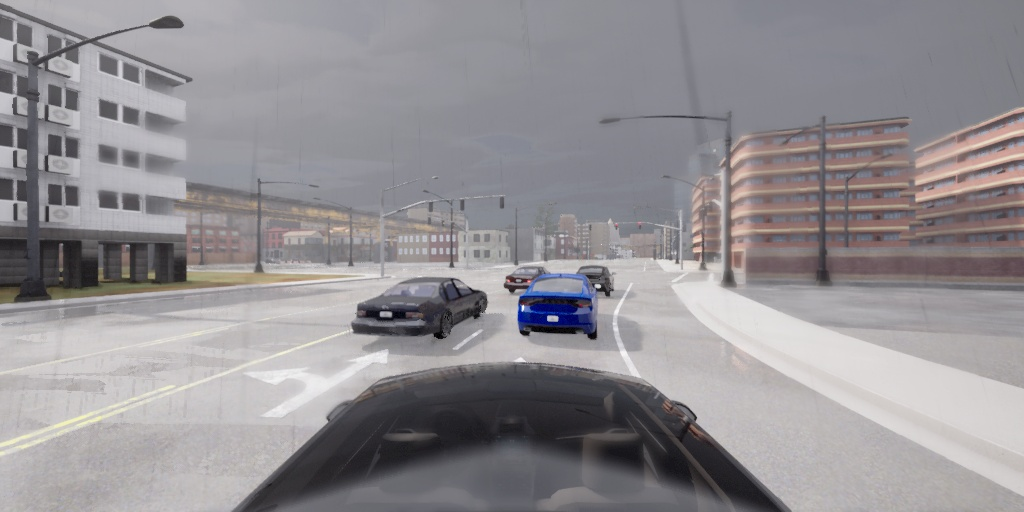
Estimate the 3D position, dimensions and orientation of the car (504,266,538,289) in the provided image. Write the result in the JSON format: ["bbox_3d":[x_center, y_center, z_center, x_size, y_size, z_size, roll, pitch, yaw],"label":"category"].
[{"bbox_3d":[1.189,1.296,20.539,2.033,1.411,5.357,0,0,20],"label":"car"}]

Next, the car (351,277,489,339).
[{"bbox_3d":[-2.190,1.297,10.127,2.033,1.411,5.357,0,0,12],"label":"car"}]

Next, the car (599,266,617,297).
[{"bbox_3d":[4.416,1.254,19.210,1.837,1.490,4.892,0,0,19],"label":"car"}]

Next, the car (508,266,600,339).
[{"bbox_3d":[1.485,1.227,10.288,1.882,1.535,5.008,0,0,14],"label":"car"}]
